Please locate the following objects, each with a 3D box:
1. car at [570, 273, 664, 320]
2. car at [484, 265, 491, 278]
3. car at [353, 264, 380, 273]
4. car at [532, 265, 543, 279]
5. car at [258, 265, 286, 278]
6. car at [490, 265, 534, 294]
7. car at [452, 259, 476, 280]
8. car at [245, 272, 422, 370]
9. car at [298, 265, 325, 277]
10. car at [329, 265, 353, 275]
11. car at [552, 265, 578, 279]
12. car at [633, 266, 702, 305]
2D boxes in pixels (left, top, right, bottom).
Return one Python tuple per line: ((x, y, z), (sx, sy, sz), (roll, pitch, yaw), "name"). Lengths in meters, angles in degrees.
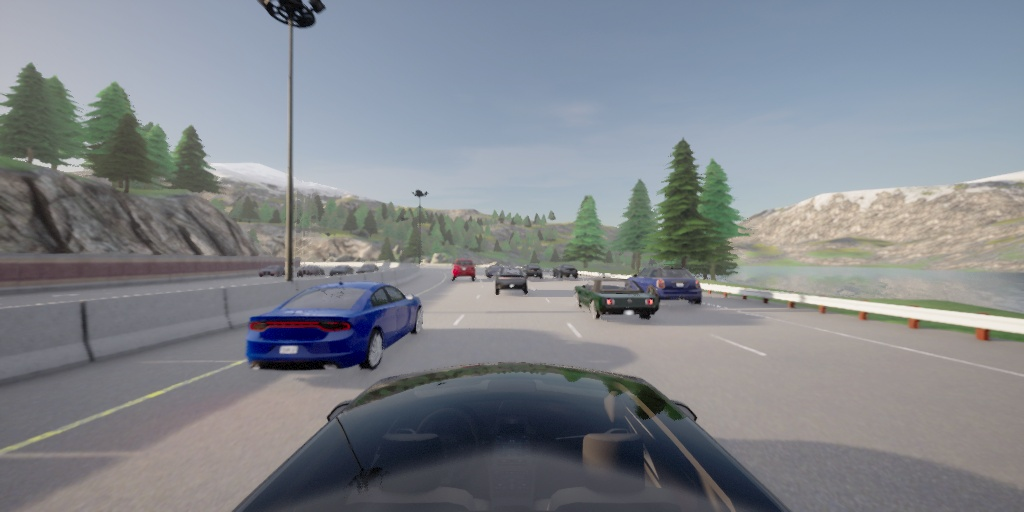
((3.593, 1.475, 13.271), (1.895, 1.301, 4.718), (0, -1, 0), "car")
((-2.016, 1.728, 40.399), (1.994, 1.385, 4.181), (0, -1, -10), "car")
((-16.860, 1.688, 42.257), (1.837, 1.490, 4.892), (0, 0, -11), "car")
((1.953, 1.641, 37.658), (1.837, 1.490, 4.892), (1, 0, -8), "car")
((-27.392, 1.740, 41.416), (1.994, 1.385, 4.181), (0, -1, -12), "car")
((-0.120, 1.461, 22.172), (2.128, 1.511, 4.902), (0, -1, -3), "car")
((-4.857, 1.340, 36.082), (2.150, 2.045, 5.566), (0, -1, -8), "car")
((-3.398, 1.294, 7.934), (1.882, 1.535, 5.008), (0, 0, 0), "car")
((-24.254, 1.762, 43.476), (1.994, 1.385, 4.181), (0, -1, -12), "car")
((-20.762, 1.751, 44.036), (2.033, 1.411, 5.357), (0, -1, -12), "car")
((5.492, 1.640, 37.569), (1.837, 1.490, 4.892), (1, 0, -7), "car")
((7.029, 1.267, 17.211), (2.097, 1.767, 4.553), (0, -1, -1), "car")
